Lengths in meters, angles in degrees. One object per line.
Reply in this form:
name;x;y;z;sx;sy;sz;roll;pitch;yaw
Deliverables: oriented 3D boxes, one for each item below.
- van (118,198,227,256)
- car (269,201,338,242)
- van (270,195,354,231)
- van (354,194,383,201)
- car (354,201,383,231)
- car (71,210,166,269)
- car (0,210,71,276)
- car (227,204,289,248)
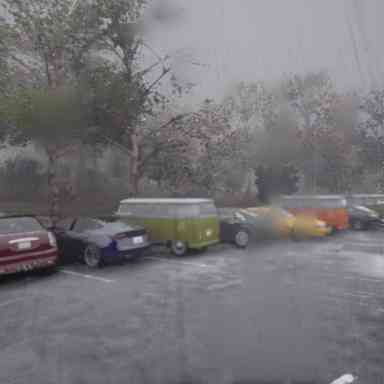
van;-1.182;1.222;12.862;4.442;1.987;1.878;-1;0;35
car;3.866;1.408;16.118;5.366;1.575;1.946;-1;-1;35
van;6.008;1.176;17.998;4.442;1.987;1.878;-1;0;34
van;10.997;1.149;21.294;4.442;1.987;1.878;-1;-1;34
car;8.504;1.426;19.637;4.674;1.452;2.002;-1;0;34
car;-3.502;1.493;11.106;4.792;1.488;2.163;-1;0;34
car;-5.851;1.356;9.364;4.553;1.767;2.185;-1;0;34
car;1.319;1.429;14.505;4.892;1.521;2.231;-1;0;35
